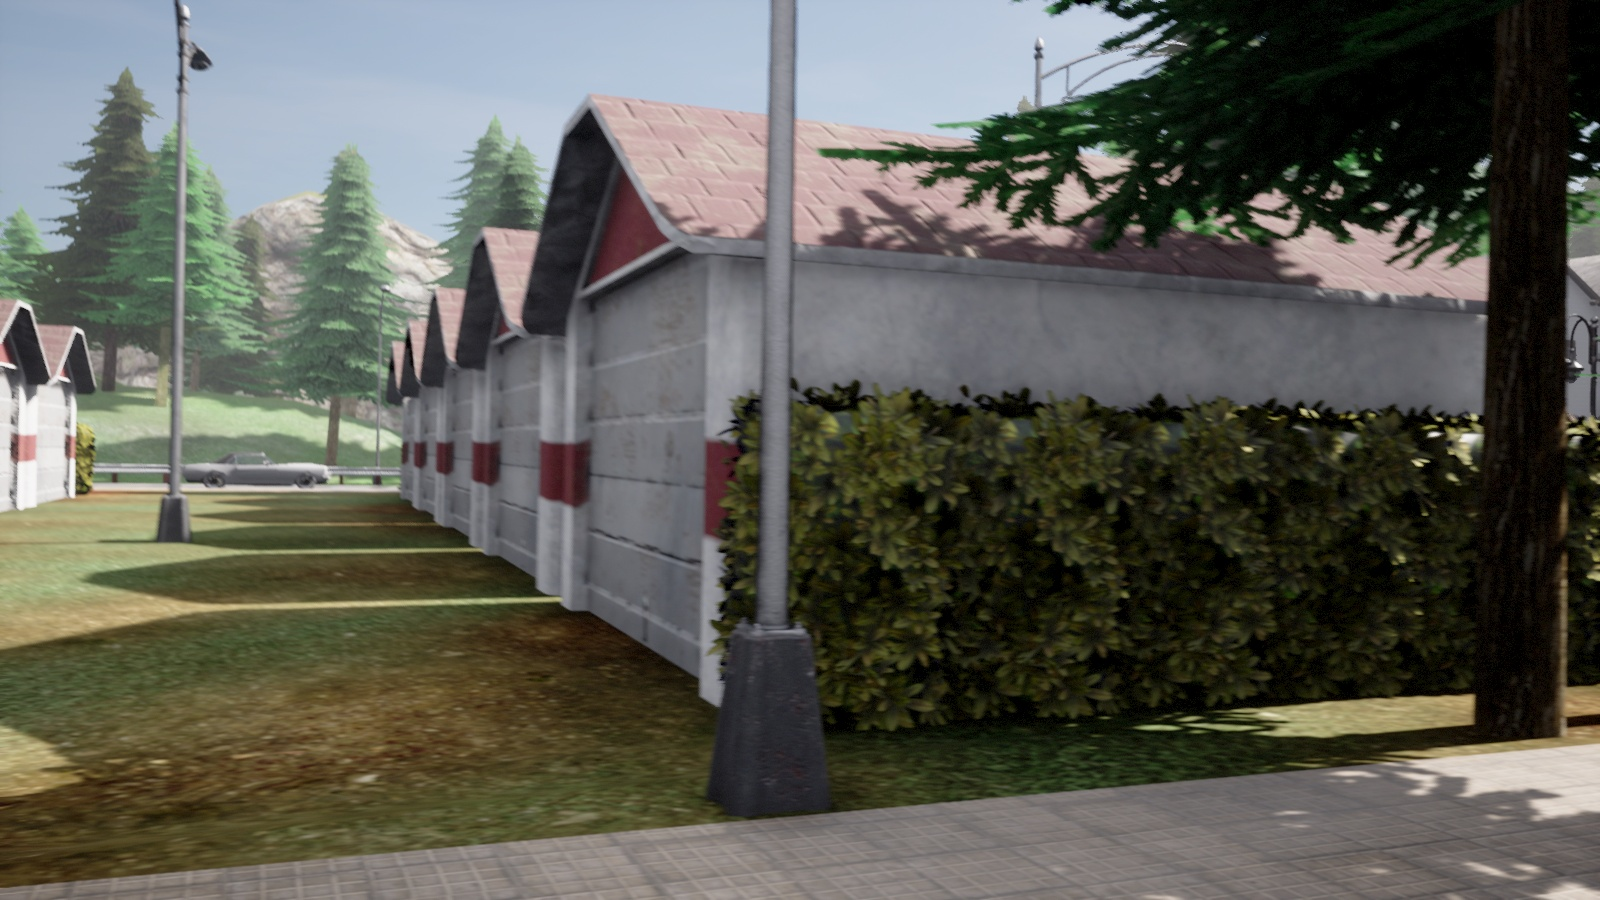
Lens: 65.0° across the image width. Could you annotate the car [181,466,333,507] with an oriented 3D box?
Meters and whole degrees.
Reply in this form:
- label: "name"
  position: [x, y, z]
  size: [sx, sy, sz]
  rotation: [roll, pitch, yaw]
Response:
- label: "car"
  position: [-18.649, 1.223, 43.365]
  size: [4.718, 1.301, 1.895]
  rotation: [0, 0, -20]
